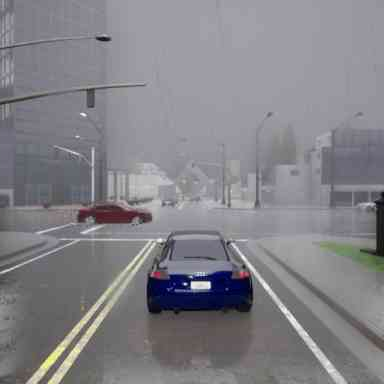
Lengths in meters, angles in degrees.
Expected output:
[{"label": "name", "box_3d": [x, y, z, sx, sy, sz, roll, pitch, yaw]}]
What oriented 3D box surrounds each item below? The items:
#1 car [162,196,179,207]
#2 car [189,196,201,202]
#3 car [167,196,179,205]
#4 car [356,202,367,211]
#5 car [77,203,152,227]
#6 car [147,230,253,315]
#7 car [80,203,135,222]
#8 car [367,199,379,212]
[{"label": "car", "box_3d": [-3.566, 1.480, 51.162, 2.128, 1.511, 4.902, 0, 0, 0]}, {"label": "car", "box_3d": [0.725, 1.523, 76.882, 2.033, 1.411, 5.357, 0, 0, 12]}, {"label": "car", "box_3d": [-3.516, 1.491, 61.561, 1.837, 1.490, 4.892, 0, 0, 1]}, {"label": "car", "box_3d": [20.760, 1.469, 37.085, 4.674, 1.442, 1.812, 0, 0, -2]}, {"label": "car", "box_3d": [-5.230, 1.498, 22.685, 5.008, 1.535, 1.882, -1, 0, 0]}, {"label": "car", "box_3d": [0.091, 1.562, 7.685, 1.994, 1.385, 4.181, 0, 0, -2]}, {"label": "car", "box_3d": [-6.728, 1.597, 26.762, 4.181, 1.385, 1.994, 0, 0, -12]}, {"label": "car", "box_3d": [20.520, 1.507, 33.571, 4.181, 1.385, 1.994, 0, 0, 0]}]
